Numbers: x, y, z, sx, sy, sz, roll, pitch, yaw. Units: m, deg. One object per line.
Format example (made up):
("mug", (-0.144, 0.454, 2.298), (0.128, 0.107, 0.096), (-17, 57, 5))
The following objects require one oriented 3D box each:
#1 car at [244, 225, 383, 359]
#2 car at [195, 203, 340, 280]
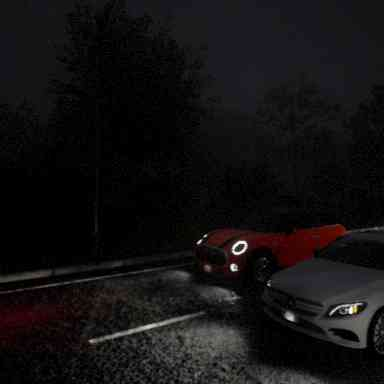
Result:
("car", (3.359, 1.452, 5.940), (4.674, 1.442, 1.812), (-1, 1, -32))
("car", (2.302, 1.257, 9.386), (4.553, 1.767, 2.097), (-1, 1, -31))
